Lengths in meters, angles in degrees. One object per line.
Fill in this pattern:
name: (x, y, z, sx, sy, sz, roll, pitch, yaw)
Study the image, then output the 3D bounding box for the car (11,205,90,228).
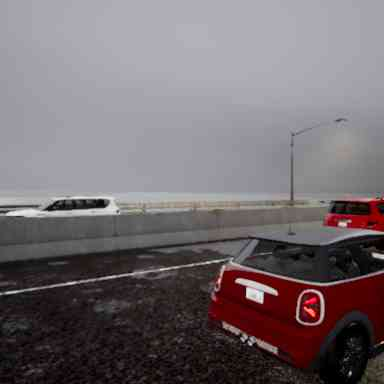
car: (-9.652, 1.612, 22.894, 4.718, 1.301, 1.895, 0, 0, -35)

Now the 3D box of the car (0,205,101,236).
car: (-8.325, 1.557, 19.545, 5.357, 1.411, 2.033, 0, 0, -35)

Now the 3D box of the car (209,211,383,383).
car: (2.547, 1.366, 5.557, 4.553, 1.767, 2.097, 0, 0, -35)

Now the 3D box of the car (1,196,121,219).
car: (-6.308, 1.231, 16.683, 5.566, 2.045, 2.150, 0, 0, -35)

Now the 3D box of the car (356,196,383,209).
car: (25.771, 1.479, 47.613, 4.553, 1.767, 2.097, 0, 0, -34)

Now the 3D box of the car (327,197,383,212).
car: (7.562, 1.259, 13.397, 5.566, 2.045, 2.150, 0, 0, -35)
